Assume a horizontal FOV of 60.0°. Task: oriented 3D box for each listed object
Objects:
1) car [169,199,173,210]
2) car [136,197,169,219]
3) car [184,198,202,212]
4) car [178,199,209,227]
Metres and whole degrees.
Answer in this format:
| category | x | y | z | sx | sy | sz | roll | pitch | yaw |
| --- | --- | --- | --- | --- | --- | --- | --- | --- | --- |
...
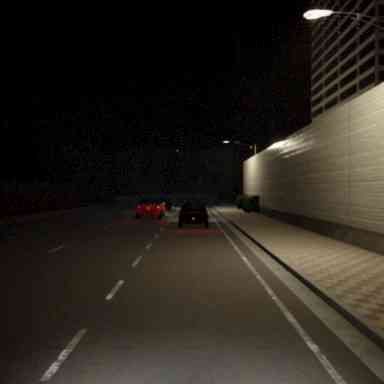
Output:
| category | x | y | z | sx | sy | sz | roll | pitch | yaw |
| --- | --- | --- | --- | --- | --- | --- | --- | --- | --- |
| car | -3.434 | 1.400 | 39.853 | 1.837 | 1.490 | 4.892 | 0 | 0 | 0 |
| car | -3.422 | 1.277 | 28.368 | 2.097 | 1.767 | 4.553 | 0 | 0 | 0 |
| car | 0.086 | 1.464 | 37.954 | 1.994 | 1.385 | 4.181 | 0 | 0 | 0 |
| car | 0.094 | 1.419 | 22.323 | 1.882 | 1.535 | 5.008 | 0 | 0 | 0 |
